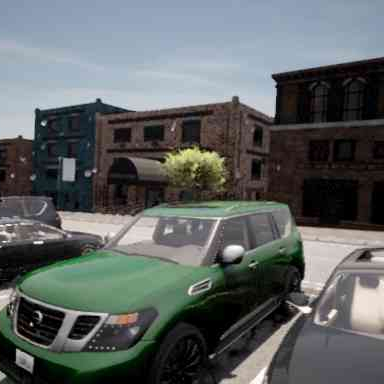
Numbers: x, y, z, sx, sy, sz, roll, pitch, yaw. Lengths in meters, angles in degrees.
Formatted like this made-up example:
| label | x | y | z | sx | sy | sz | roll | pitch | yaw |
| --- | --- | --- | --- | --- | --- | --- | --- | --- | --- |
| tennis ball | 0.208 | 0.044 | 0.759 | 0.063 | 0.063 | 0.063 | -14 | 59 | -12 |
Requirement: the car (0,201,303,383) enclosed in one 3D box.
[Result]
| label | x | y | z | sx | sy | sz | roll | pitch | yaw |
| --- | --- | --- | --- | --- | --- | --- | --- | --- | --- |
| car | 0.066 | 1.208 | 5.315 | 2.435 | 2.045 | 5.566 | 0 | 0 | 35 |

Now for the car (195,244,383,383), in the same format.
| label | x | y | z | sx | sy | sz | roll | pitch | yaw |
| --- | --- | --- | --- | --- | --- | --- | --- | --- | --- |
| car | 2.366 | 1.481 | 3.718 | 2.231 | 1.521 | 4.892 | 1 | 0 | 35 |

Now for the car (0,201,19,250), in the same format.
| label | x | y | z | sx | sy | sz | roll | pitch | yaw |
| --- | --- | --- | --- | --- | --- | --- | --- | --- | --- |
| car | -9.031 | 1.282 | 11.868 | 2.185 | 1.767 | 4.553 | 0 | 0 | 35 |

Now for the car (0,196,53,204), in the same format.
| label | x | y | z | sx | sy | sz | roll | pitch | yaw |
| --- | --- | --- | --- | --- | --- | --- | --- | --- | --- |
| car | -6.783 | 1.166 | 10.195 | 2.435 | 2.045 | 5.566 | 0 | 0 | 35 |
